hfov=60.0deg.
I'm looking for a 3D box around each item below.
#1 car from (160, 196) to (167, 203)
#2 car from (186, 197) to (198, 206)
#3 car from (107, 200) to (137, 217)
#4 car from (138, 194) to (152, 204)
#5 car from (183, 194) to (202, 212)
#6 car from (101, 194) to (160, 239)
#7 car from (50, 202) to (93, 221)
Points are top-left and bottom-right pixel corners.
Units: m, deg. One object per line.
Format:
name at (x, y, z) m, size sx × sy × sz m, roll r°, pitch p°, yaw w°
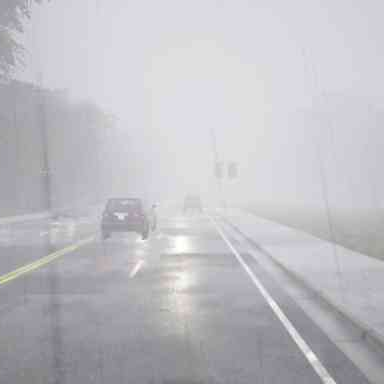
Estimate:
car at (-6.571, 1.657, 73.364) m, size 1.812 × 1.442 × 4.674 m, roll 0°, pitch 0°, yaw 0°
car at (0.030, 1.677, 59.190) m, size 1.994 × 1.385 × 4.181 m, roll 0°, pitch 0°, yaw 0°
car at (-6.621, 1.559, 31.943) m, size 1.812 × 1.442 × 4.674 m, roll 0°, pitch 0°, yaw 0°
car at (-9.817, 1.356, 69.453) m, size 2.150 × 2.045 × 5.566 m, roll 0°, pitch 0°, yaw 0°
car at (0.061, 1.269, 40.286) m, size 2.150 × 2.045 × 5.566 m, roll 0°, pitch 0°, yaw 0°
car at (-3.168, 1.235, 17.543) m, size 2.150 × 2.045 × 5.566 m, roll 0°, pitch 0°, yaw 0°
car at (-9.872, 1.578, 27.788) m, size 2.033 × 1.411 × 5.357 m, roll 0°, pitch 0°, yaw 0°
